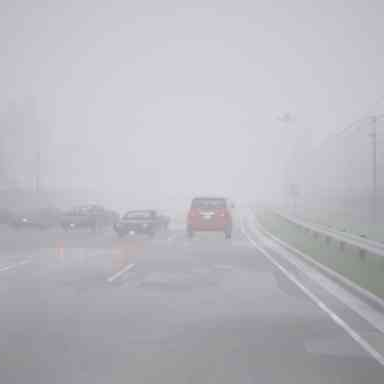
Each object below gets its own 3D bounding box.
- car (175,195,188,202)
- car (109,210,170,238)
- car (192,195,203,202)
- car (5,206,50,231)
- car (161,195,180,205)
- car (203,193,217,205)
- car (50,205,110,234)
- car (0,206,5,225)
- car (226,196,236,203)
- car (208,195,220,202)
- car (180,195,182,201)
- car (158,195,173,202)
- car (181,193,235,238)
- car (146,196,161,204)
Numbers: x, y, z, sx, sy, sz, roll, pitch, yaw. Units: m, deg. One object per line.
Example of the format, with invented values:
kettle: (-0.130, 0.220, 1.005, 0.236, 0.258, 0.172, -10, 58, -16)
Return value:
car: (-2.205, 1.359, 71.523, 2.128, 1.511, 4.902, 0, 0, 8)
car: (-2.486, 1.598, 17.718, 1.895, 1.301, 4.718, 0, 0, 8)
car: (1.262, 1.363, 71.043, 1.812, 1.442, 4.674, 0, 0, 8)
car: (-9.138, 1.551, 20.710, 1.994, 1.385, 4.181, 0, 0, 8)
car: (-3.634, 1.490, 61.201, 2.128, 1.511, 4.902, 0, 0, 8)
car: (3.305, 1.231, 60.271, 2.150, 2.045, 5.566, 0, 0, 8)
car: (-5.784, 1.484, 19.418, 2.128, 1.511, 4.902, 0, 0, 8)
car: (-12.708, 1.486, 20.445, 1.837, 1.490, 4.892, 0, 0, 8)
car: (8.198, 1.558, 70.100, 2.033, 1.411, 5.357, 0, 0, 8)
car: (4.729, 1.370, 70.563, 2.128, 1.511, 4.902, 0, 0, 8)
car: (-0.162, 1.225, 60.751, 2.150, 2.045, 5.566, 0, 0, 8)
car: (-5.672, 1.368, 72.003, 2.033, 1.411, 5.357, 0, 0, 8)
car: (1.070, 1.225, 17.873, 2.150, 2.045, 5.566, 0, 0, 8)
car: (-7.101, 1.470, 61.681, 1.882, 1.535, 5.008, 0, 0, 8)
